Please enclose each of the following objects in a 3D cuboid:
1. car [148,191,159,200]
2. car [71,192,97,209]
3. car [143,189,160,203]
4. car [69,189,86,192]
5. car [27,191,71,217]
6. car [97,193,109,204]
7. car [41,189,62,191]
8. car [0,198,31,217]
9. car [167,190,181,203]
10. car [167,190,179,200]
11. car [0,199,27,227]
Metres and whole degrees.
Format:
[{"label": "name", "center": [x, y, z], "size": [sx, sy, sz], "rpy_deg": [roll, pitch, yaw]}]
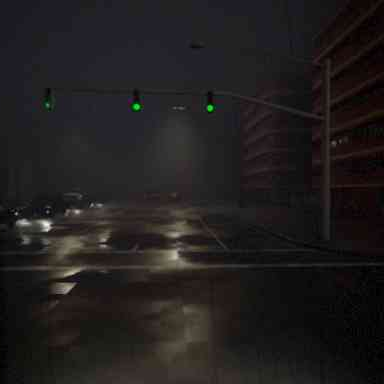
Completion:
[{"label": "car", "center": [-6.935, 0.648, 60.721], "size": [1.812, 1.442, 4.674], "rpy_deg": [0, 1, -4]}, {"label": "car", "center": [-12.557, 1.078, 36.988], "size": [2.033, 1.411, 5.357], "rpy_deg": [0, 1, -4]}, {"label": "car", "center": [-6.164, 0.526, 50.032], "size": [2.150, 2.045, 5.566], "rpy_deg": [0, 1, -4]}, {"label": "car", "center": [-16.687, 0.534, 47.801], "size": [2.150, 2.045, 5.566], "rpy_deg": [0, 1, -2]}, {"label": "car", "center": [-11.954, 1.066, 27.361], "size": [2.097, 1.767, 4.553], "rpy_deg": [0, 1, -4]}, {"label": "car", "center": [-13.163, 0.877, 47.507], "size": [2.033, 1.411, 5.357], "rpy_deg": [0, 1, -4]}, {"label": "car", "center": [-16.086, 0.734, 37.404], "size": [2.150, 2.045, 5.566], "rpy_deg": [0, 1, -4]}, {"label": "car", "center": [-15.514, 1.253, 28.112], "size": [1.994, 1.385, 4.181], "rpy_deg": [0, 1, -4]}, {"label": "car", "center": [-2.670, 0.804, 50.230], "size": [2.128, 1.511, 4.902], "rpy_deg": [0, 1, -4]}, {"label": "car", "center": [-3.420, 0.486, 60.592], "size": [2.097, 1.767, 4.553], "rpy_deg": [0, 1, -4]}, {"label": "car", "center": [-11.391, 1.343, 18.337], "size": [2.128, 1.511, 4.902], "rpy_deg": [0, 1, -4]}]
